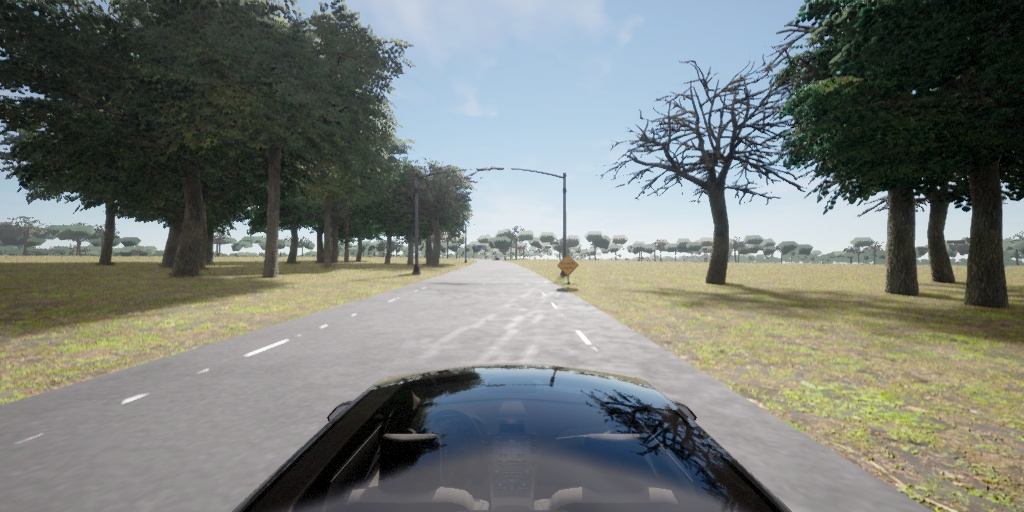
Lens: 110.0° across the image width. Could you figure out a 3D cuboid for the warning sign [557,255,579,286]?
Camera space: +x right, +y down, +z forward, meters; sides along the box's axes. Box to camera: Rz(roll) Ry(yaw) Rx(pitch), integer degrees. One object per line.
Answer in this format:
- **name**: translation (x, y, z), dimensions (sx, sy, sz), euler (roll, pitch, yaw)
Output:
- **warning sign**: translation (3.408, 0.849, 21.599), dimensions (1.300, 1.860, 1.060), euler (0, 0, -1)
